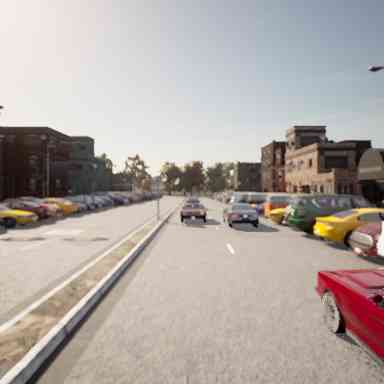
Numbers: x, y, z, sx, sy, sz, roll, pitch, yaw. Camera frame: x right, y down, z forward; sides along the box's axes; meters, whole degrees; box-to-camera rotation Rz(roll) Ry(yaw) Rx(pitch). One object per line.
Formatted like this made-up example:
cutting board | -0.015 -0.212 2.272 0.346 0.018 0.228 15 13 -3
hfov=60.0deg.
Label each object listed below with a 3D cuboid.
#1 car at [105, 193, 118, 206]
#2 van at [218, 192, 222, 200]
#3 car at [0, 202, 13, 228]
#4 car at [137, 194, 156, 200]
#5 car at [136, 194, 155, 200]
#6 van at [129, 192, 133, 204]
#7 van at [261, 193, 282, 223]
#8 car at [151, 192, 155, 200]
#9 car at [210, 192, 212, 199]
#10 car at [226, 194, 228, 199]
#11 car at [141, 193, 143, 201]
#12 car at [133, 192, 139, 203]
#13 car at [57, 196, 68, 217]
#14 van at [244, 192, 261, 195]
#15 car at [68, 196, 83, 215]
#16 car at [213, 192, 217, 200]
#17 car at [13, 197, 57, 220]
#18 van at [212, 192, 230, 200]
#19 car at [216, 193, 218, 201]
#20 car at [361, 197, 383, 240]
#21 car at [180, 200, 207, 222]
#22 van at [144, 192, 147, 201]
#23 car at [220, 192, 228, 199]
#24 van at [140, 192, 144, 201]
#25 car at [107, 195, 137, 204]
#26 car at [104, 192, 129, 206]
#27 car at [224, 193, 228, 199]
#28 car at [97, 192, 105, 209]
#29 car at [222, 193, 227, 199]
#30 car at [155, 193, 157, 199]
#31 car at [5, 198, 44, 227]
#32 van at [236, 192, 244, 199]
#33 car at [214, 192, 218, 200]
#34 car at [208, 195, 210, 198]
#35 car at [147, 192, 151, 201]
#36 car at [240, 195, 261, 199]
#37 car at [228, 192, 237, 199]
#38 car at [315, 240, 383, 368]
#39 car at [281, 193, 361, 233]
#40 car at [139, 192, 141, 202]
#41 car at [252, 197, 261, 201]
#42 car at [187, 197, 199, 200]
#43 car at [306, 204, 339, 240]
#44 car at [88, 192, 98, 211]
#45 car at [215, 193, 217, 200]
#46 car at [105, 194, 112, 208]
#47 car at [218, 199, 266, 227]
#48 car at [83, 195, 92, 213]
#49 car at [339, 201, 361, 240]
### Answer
car | -12.562 1.289 42.792 4.892 1.521 2.231 0 0 0
van | 7.517 1.061 60.529 4.442 1.987 1.878 0 0 0
car | -12.588 1.418 17.780 4.674 1.452 2.002 0 0 0
car | -12.528 1.365 92.689 5.008 1.535 2.097 0 0 0
car | -12.541 1.355 90.034 4.892 1.521 2.231 0 0 0
van | -12.444 1.049 53.907 4.442 1.987 1.878 0 0 0
van | 7.755 1.148 24.809 4.442 1.987 1.878 0 0 0
car | -12.512 1.070 81.573 5.566 2.045 2.435 0 0 0
car | 7.638 1.323 82.709 5.008 1.535 2.097 0 0 0
car | 7.638 1.339 46.867 4.674 1.452 2.002 0 0 0
car | -12.550 1.319 64.898 4.674 1.452 2.002 0 0 0
car | -12.530 1.022 56.685 5.566 2.045 2.435 0 0 0
car | -12.611 1.216 26.117 4.553 1.767 2.185 0 0 0
van | 7.754 1.112 33.082 4.442 1.987 1.878 0 0 0
car | -12.573 1.331 28.899 5.008 1.535 2.097 0 0 0
car | 7.627 1.298 71.681 4.892 1.521 2.231 0 0 0
car | -12.576 1.354 23.339 5.008 1.535 2.097 0 0 0
van | 7.516 1.107 85.467 4.442 1.987 1.878 0 0 0
car | 7.628 1.288 63.410 4.892 1.521 2.231 0 0 0
car | 7.668 1.199 8.261 5.566 2.045 2.435 0 0 0
car | 0.097 1.494 25.203 1.895 1.301 4.718 0 0 0
van | -12.432 1.062 70.580 4.442 1.987 1.878 0 0 0
car | 7.820 1.285 55.138 5.366 1.575 1.946 0 0 0
van | -12.667 1.058 67.803 4.442 1.987 1.878 0 0 0
car | -12.550 1.276 59.465 4.892 1.521 2.231 0 0 0
car | -12.536 1.027 48.350 5.566 2.045 2.435 0 0 0
car | 7.665 1.324 49.623 4.792 1.488 2.163 0 0 0
car | -12.541 1.177 37.233 4.553 1.767 2.185 0 0 0
car | 7.629 1.292 52.382 4.892 1.521 2.231 0 0 0
car | -12.566 1.092 87.257 5.566 2.045 2.435 0 0 0
car | -12.398 1.363 20.559 5.366 1.575 1.946 0 0 0
van | 7.753 1.094 38.595 4.442 1.987 1.878 0 0 0
car | 7.628 1.293 68.923 4.892 1.521 2.231 0 0 0
car | 7.660 1.101 90.982 5.566 2.045 2.435 0 0 0
car | -12.575 1.044 73.361 5.566 2.045 2.435 0 0 0
car | 7.452 1.347 30.324 5.366 1.575 1.946 0 0 0
car | 7.665 1.060 41.353 5.566 2.045 2.435 0 0 0
car | 3.093 1.588 3.750 1.895 1.301 4.718 0 0 0
car | 7.667 1.163 16.535 5.566 2.045 2.435 0 0 0
car | -12.525 1.306 62.244 4.792 1.488 2.163 0 0 0
car | 7.635 1.402 27.567 4.674 1.452 2.002 0 0 0
car | 0.097 1.338 41.632 1.837 1.490 4.892 0 1 0
car | 7.634 1.427 13.654 5.008 1.535 2.097 0 0 0
car | -12.543 1.184 34.453 4.553 1.767 2.185 0 0 0
car | 7.628 1.291 66.166 4.892 1.521 2.231 0 0 0
car | -12.567 1.334 40.013 4.674 1.452 2.002 0 0 0
car | 3.098 1.456 21.861 2.033 1.411 5.357 0 0 0
car | -12.582 1.321 31.676 4.892 1.521 2.231 0 0 0
car | 7.670 1.313 10.896 4.553 1.767 2.185 0 0 0
